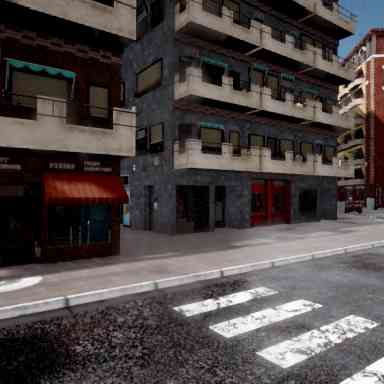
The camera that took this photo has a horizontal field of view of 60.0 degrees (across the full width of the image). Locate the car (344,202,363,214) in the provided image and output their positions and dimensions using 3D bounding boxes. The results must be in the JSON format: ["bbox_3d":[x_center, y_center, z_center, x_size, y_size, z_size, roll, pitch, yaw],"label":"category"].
[{"bbox_3d":[17.812,1.790,38.243,1.895,1.301,4.718,0,0,5],"label":"car"}]
